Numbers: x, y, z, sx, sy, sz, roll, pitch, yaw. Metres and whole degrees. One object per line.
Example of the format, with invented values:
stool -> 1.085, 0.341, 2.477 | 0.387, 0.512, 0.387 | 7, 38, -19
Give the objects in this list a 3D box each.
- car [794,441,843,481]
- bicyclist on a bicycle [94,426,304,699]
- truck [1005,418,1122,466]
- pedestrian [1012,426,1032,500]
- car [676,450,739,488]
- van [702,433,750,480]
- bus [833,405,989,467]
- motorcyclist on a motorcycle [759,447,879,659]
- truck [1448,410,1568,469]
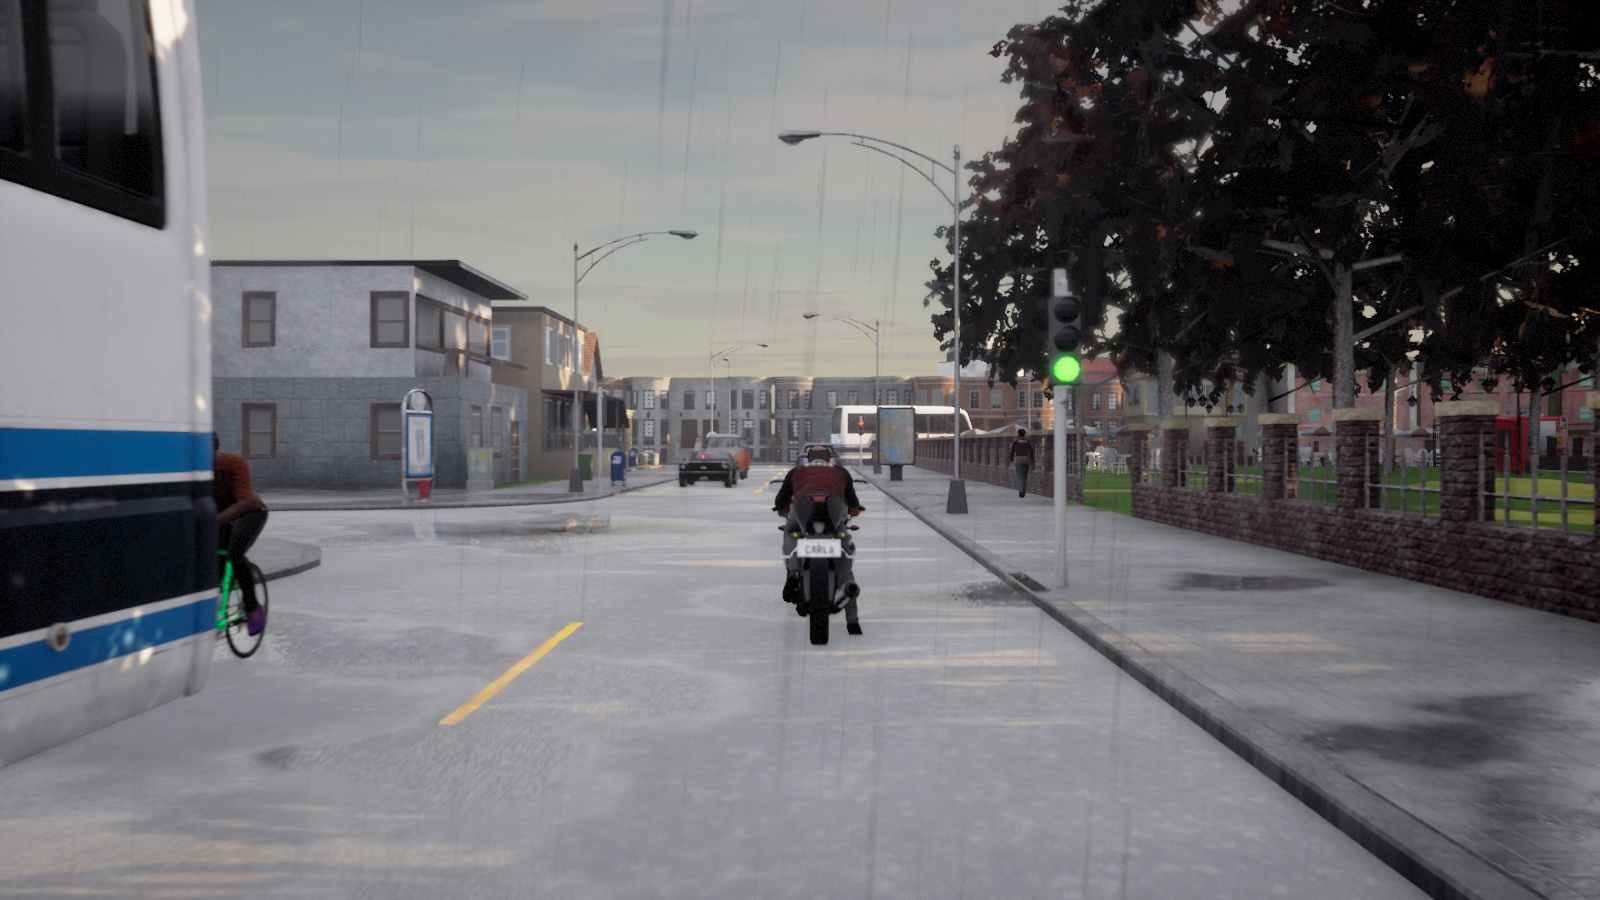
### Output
car -> 0.798, 0.458, 54.749 | 2.033, 1.649, 4.856 | 0, 0, 1
bicyclist on a bicycle -> -3.896, 0.663, 8.289 | 0.582, 1.620, 1.656 | 0, 1, 0
truck -> 19.139, -0.585, 91.530 | 7.936, 3.462, 2.891 | 0, 0, 1
pedestrian -> 5.848, 0.329, 33.072 | 0.402, 1.930, 0.666 | 0, 0, 1
car -> -3.329, 0.660, 45.941 | 1.895, 1.301, 4.718 | 0, 0, 1
van -> -3.199, 0.277, 54.970 | 1.775, 1.987, 4.442 | 0, 0, 1
bus -> 7.781, -0.978, 88.661 | 10.273, 4.253, 3.944 | 0, 0, -13
motorcyclist on a motorcycle -> 0.150, 0.741, 10.196 | 0.866, 1.530, 2.191 | 0, 0, 1
truck -> 48.194, -0.725, 85.835 | 2.891, 3.827, 8.468 | 0, 0, -5
